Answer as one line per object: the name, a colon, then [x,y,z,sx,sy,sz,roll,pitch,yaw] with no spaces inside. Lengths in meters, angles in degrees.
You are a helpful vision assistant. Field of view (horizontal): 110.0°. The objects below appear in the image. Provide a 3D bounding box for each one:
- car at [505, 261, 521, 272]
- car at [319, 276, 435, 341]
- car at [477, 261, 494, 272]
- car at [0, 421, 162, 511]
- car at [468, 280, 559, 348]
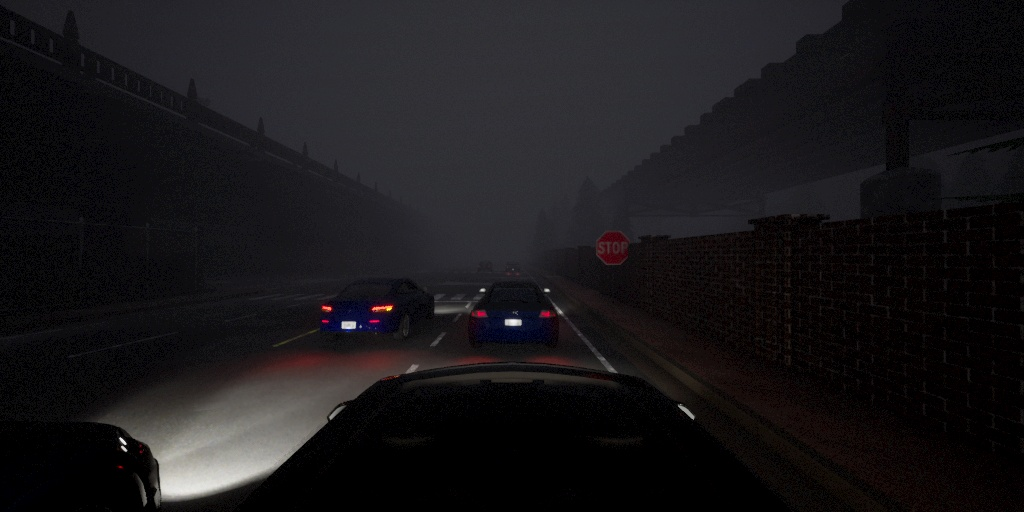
car: [0.096,1.351,46.082,1.895,1.301,4.718,0,0,-1]
car: [-3.413,1.276,9.786,1.812,1.442,4.674,0,0,0]
car: [-3.399,1.297,45.914,2.033,1.411,5.357,0,0,-1]
car: [-3.398,1.314,0.690,1.994,1.385,4.181,0,0,0]
car: [0.069,1.314,9.263,1.994,1.385,4.181,0,0,1]
